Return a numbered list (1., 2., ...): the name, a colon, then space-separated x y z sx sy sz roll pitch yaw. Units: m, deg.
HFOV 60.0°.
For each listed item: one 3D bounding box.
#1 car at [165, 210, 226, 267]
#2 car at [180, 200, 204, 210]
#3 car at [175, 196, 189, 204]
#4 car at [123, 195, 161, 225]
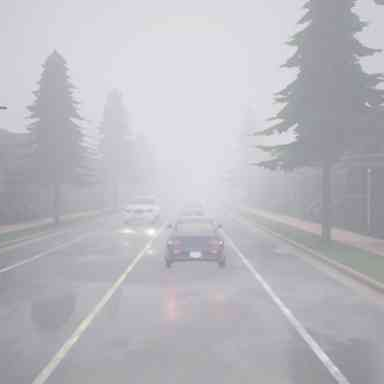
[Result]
1. car: 0.095 1.553 11.437 1.812 1.442 4.674 0 0 0
2. car: 0.107 1.675 31.504 1.895 1.301 4.718 0 0 0
3. car: -1.893 1.632 65.829 1.882 1.535 5.008 0 0 14
4. car: -3.593 1.280 24.884 2.150 2.045 5.566 0 0 0
